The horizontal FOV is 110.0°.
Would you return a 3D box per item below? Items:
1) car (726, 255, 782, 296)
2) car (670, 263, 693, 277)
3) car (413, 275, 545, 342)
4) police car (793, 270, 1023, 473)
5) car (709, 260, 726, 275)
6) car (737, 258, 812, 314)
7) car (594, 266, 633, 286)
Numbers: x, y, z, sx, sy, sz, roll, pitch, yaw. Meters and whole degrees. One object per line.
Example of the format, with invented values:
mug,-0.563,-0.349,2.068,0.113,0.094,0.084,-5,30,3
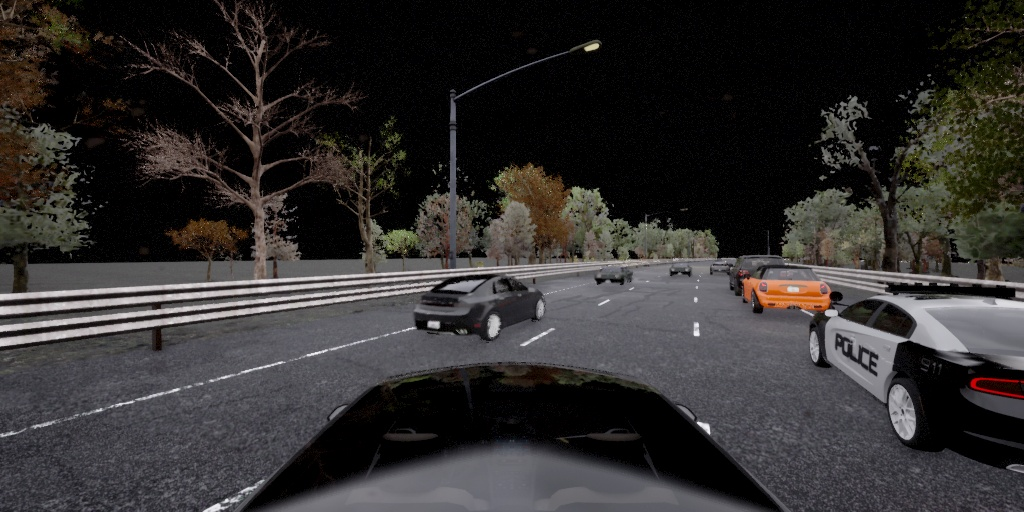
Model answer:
car,12.789,0.978,18.759,2.150,2.045,5.566,0,0,28
car,17.118,1.366,36.167,1.895,1.301,4.718,0,0,29
car,-0.617,1.254,9.964,1.837,1.490,4.892,0,0,27
police car,5.644,1.175,4.758,1.930,1.638,5.238,0,0,26
car,22.585,1.261,38.959,2.128,1.511,4.902,0,0,30
car,10.035,1.102,13.446,2.097,1.767,4.553,0,0,27
car,7.333,1.356,25.422,1.895,1.301,4.718,0,0,28
